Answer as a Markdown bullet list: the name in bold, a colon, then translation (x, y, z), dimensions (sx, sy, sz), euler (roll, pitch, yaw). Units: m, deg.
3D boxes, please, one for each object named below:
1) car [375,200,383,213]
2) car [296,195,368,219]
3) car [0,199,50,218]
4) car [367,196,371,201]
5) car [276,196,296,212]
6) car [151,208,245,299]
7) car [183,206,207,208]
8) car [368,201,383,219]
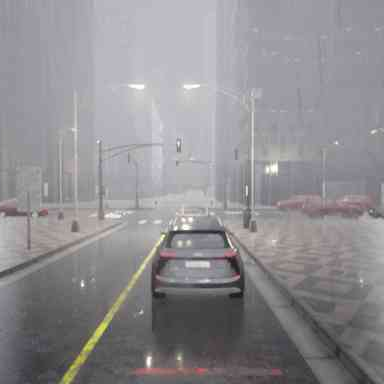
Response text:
- **car**: translation (23.502, 1.615, 37.763), dimensions (4.313, 1.339, 1.947), euler (0, 1, 0)
- **car**: translation (12.207, 1.448, 29.235), dimensions (5.009, 1.841, 2.192), euler (0, 1, 0)
- **car**: translation (-14.834, 1.552, 29.236), dimensions (4.507, 1.381, 1.887), euler (0, 1, 0)
- **car**: translation (17.860, 1.335, 37.760), dimensions (5.009, 1.841, 2.192), euler (0, 1, 0)
- **car**: translation (12.217, 1.306, 37.759), dimensions (5.009, 1.841, 2.192), euler (0, 1, 0)
- **car**: translation (0.133, 1.424, 8.475), dimensions (2.033, 1.649, 4.856), euler (0, 0, 1)
- **car**: translation (0.147, 1.498, 17.562), dimensions (1.837, 1.490, 4.892), euler (0, 0, 0)
- **car**: translation (17.850, 1.727, 29.239), dimensions (4.313, 1.339, 1.947), euler (0, 1, 0)
